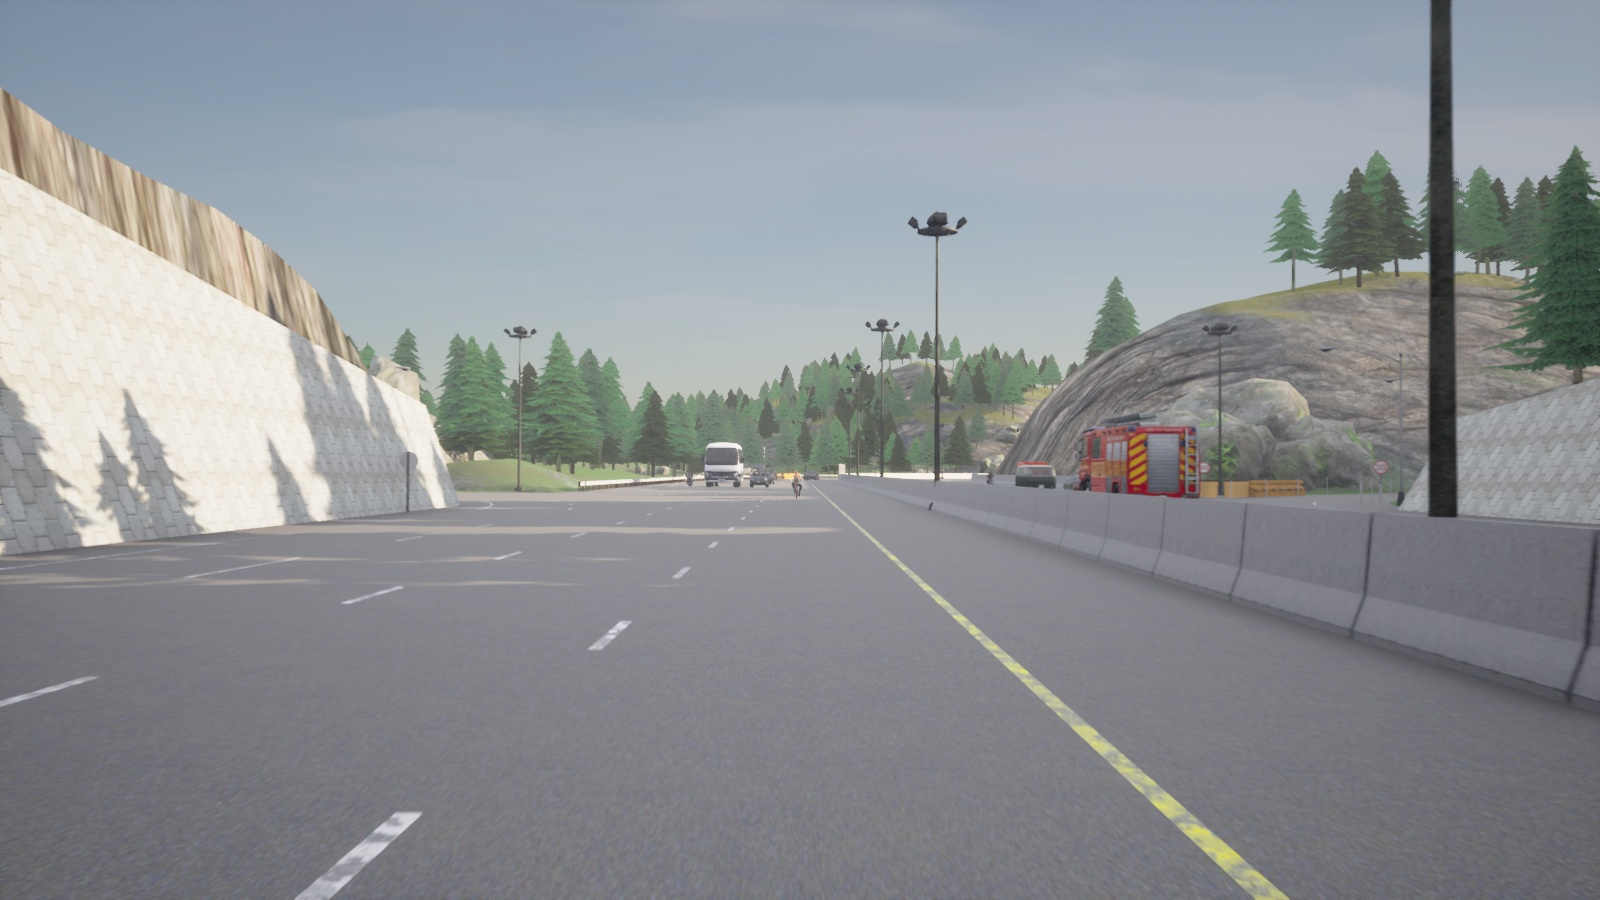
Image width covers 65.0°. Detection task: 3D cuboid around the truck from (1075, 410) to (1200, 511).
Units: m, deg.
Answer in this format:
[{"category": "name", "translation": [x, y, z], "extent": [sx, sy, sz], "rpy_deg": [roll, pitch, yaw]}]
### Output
[{"category": "truck", "translation": [13.868, 0.472, 52.427], "extent": [2.891, 3.827, 8.468], "rpy_deg": [0, -1, 0]}]

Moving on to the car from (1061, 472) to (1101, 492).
[{"category": "car", "translation": [20.775, 2.351, 92.905], "extent": [1.994, 1.385, 4.181], "rpy_deg": [0, -1, 0]}]

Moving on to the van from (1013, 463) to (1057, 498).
[{"category": "van", "translation": [13.819, 1.752, 74.033], "extent": [1.775, 1.987, 4.442], "rpy_deg": [0, -1, 0]}]
